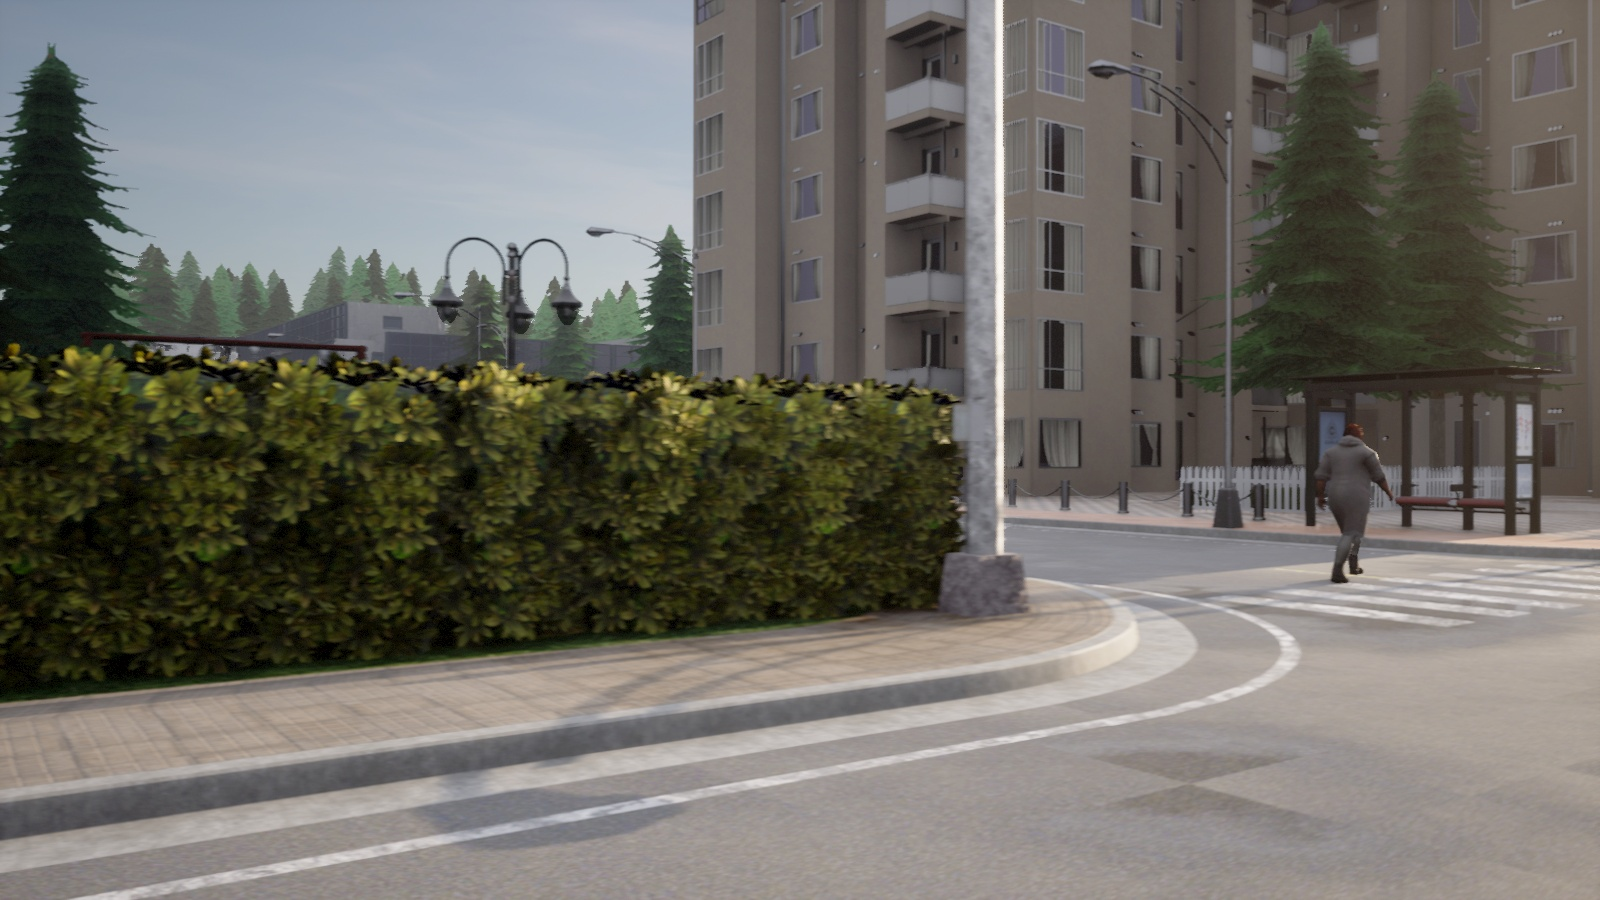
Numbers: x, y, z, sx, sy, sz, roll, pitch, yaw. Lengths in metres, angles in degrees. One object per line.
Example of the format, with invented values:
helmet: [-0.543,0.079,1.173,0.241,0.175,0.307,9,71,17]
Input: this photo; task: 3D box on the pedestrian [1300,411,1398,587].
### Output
pedestrian: [6.337,0.546,14.502,0.873,1.952,0.659,0,0,-33]
